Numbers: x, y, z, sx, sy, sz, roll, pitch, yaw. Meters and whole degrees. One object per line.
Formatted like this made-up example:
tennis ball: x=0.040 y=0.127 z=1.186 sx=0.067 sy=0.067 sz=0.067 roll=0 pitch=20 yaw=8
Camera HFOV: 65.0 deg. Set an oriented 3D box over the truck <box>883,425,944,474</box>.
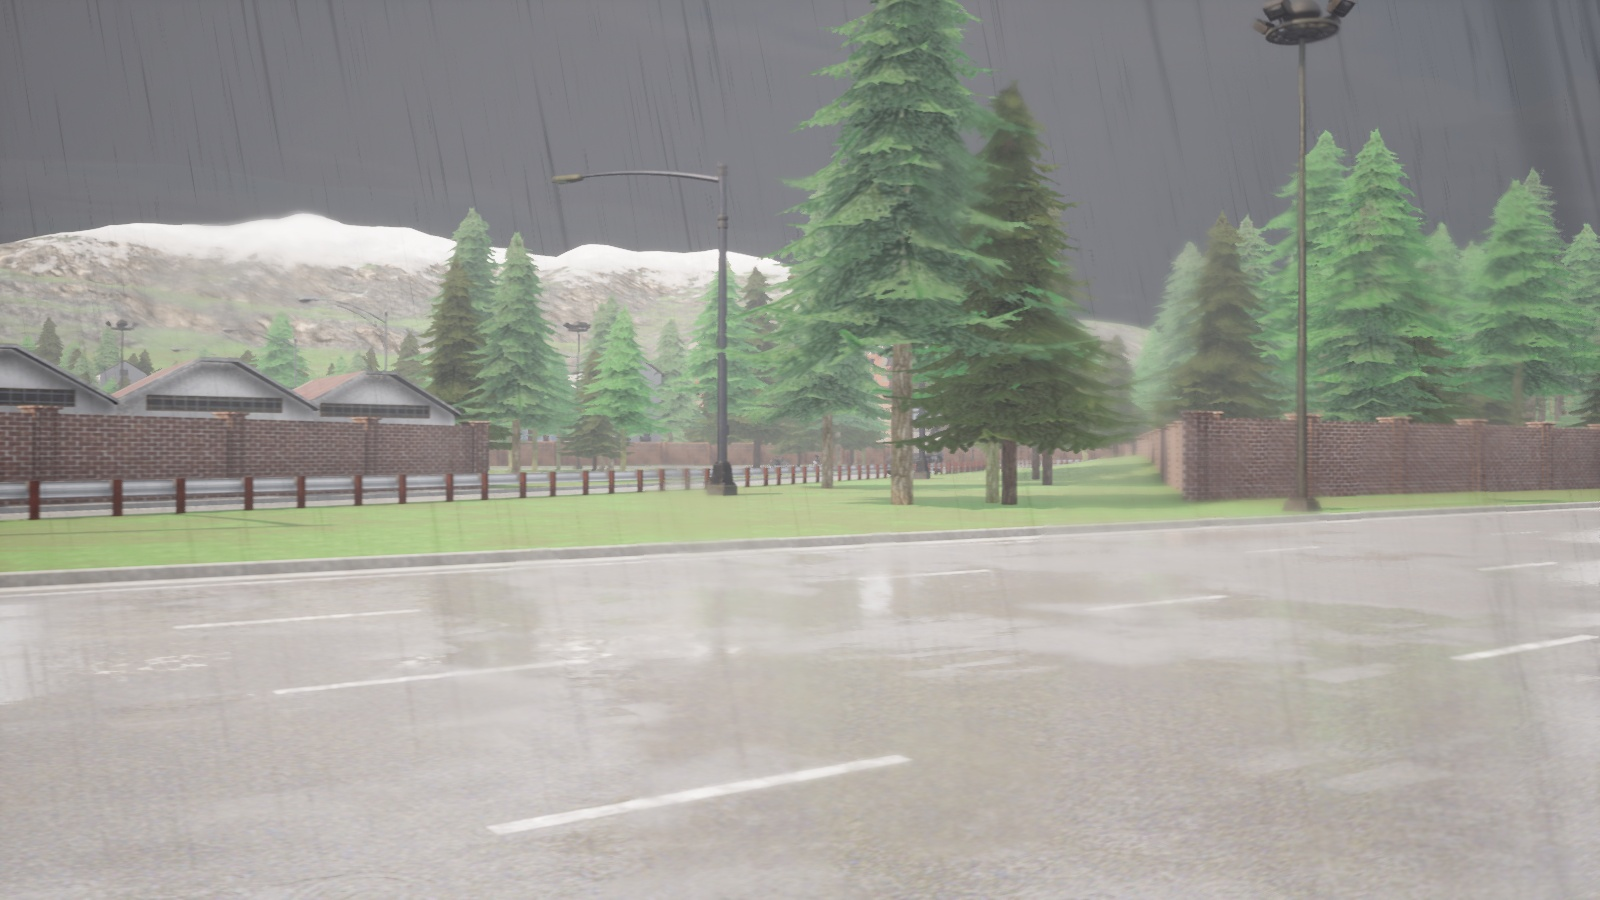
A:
truck: x=8.345 y=-0.028 z=91.533 sx=2.891 sy=3.462 sz=7.936 roll=0 pitch=0 yaw=17
